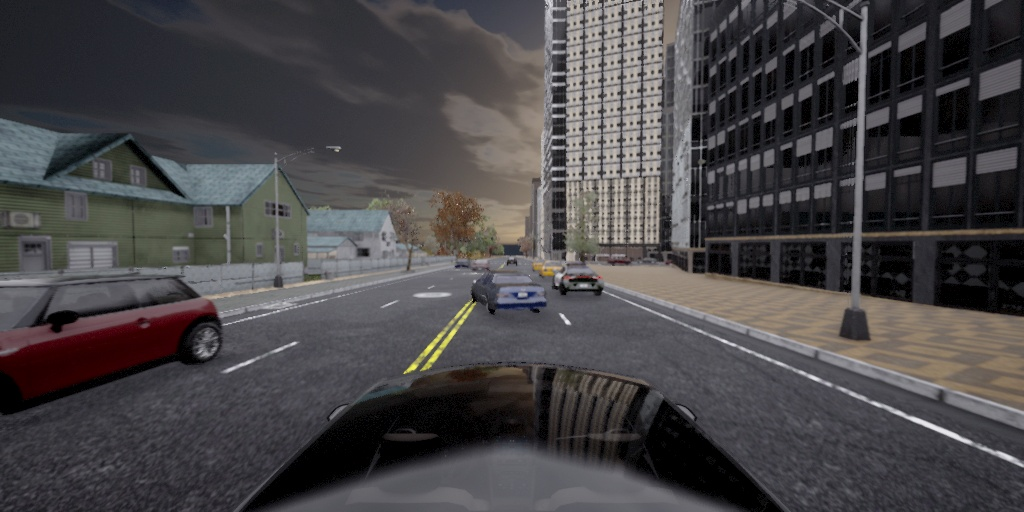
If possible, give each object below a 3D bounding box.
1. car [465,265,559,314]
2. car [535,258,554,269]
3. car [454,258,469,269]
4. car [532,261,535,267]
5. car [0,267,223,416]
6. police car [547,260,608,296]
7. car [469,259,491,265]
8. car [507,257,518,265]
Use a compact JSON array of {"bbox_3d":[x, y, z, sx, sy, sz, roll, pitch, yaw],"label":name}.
[{"bbox_3d":[-0.301,1.225,13.454,2.033,1.411,5.357,0,0,-15],"label":"car"},{"bbox_3d":[3.249,1.040,29.796,1.801,1.575,5.366,0,0,0],"label":"car"},{"bbox_3d":[-6.578,1.028,48.973,2.033,1.411,5.357,0,0,0],"label":"car"},{"bbox_3d":[3.249,0.979,40.800,1.801,1.575,5.366,0,0,0],"label":"car"},{"bbox_3d":[-6.598,1.081,4.924,2.097,1.767,4.553,0,0,0],"label":"car"},{"bbox_3d":[3.250,1.152,18.603,2.038,1.542,4.974,0,0,0],"label":"police car"},{"bbox_3d":[-3.341,1.054,39.868,1.812,1.442,4.674,0,0,0],"label":"car"},{"bbox_3d":[0.022,0.891,63.113,1.882,1.535,5.008,0,0,0],"label":"car"}]
